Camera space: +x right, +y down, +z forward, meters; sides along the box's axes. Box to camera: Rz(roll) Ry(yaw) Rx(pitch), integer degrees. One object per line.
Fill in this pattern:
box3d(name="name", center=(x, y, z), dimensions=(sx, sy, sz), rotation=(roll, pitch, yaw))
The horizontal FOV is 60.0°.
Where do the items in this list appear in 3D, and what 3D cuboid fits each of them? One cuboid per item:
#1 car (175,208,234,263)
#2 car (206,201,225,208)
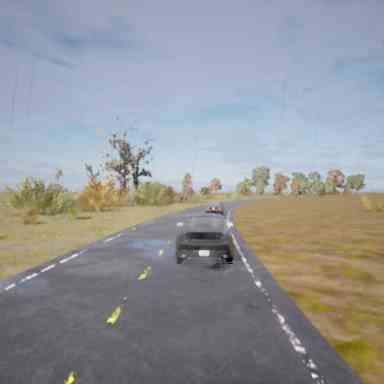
box3d(name="car", center=(0.469, 1.549, 12.162), dimensions=(1.837, 1.490, 4.892), rotation=(0, 0, 3))
box3d(name="car", center=(2.419, 1.666, 34.825), dimensions=(2.033, 1.411, 5.357), rotation=(0, 0, 7))
